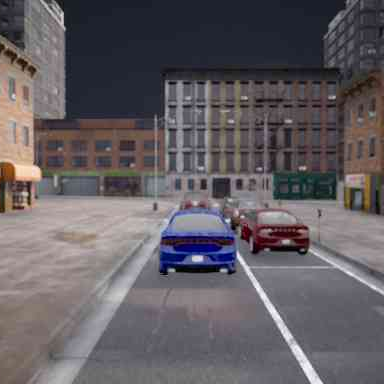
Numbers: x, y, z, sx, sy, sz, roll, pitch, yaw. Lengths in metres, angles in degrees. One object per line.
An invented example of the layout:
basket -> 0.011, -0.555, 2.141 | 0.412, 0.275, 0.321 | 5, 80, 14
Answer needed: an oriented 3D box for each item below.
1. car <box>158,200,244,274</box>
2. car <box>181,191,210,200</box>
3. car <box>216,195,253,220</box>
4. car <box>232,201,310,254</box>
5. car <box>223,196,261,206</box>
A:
car -> 0.146, 1.225, 9.698 | 1.882, 1.535, 5.008 | 0, 2, 1
car -> 0.239, 0.736, 24.042 | 2.097, 1.767, 4.553 | 0, 1, 1
car -> 2.805, 0.966, 22.823 | 2.008, 1.369, 4.403 | 0, 1, 0
car -> 2.728, 1.239, 11.819 | 1.887, 1.381, 4.507 | 0, 1, 0
car -> 2.768, 0.995, 17.318 | 1.967, 1.590, 4.097 | 0, 1, 0
